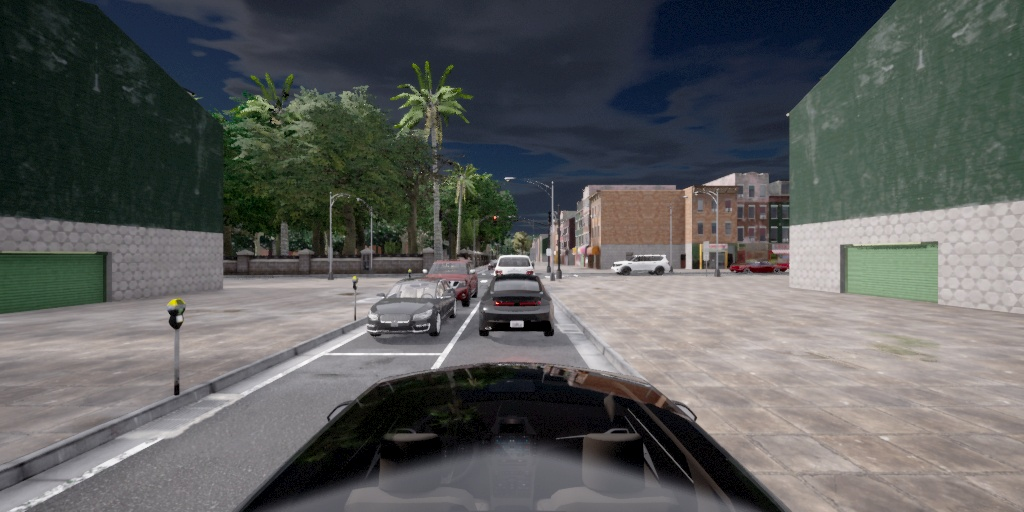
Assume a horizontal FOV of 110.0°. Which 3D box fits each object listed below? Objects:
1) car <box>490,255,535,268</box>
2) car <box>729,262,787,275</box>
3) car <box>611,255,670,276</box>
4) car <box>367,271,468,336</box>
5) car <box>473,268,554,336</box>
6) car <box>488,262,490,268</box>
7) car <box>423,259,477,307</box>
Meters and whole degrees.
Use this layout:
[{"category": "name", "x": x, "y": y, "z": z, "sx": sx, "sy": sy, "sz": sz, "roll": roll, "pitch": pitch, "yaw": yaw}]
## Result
[{"category": "car", "x": 0.122, "y": 0.981, "z": 20.430, "sx": 2.150, "sy": 2.045, "sz": 5.566, "roll": 0, "pitch": 0, "yaw": 0}, {"category": "car", "x": 24.603, "y": 1.211, "z": 36.023, "sx": 4.718, "sy": 1.301, "sz": 1.895, "roll": 0, "pitch": 0, "yaw": 0}, {"category": "car", "x": 12.899, "y": 0.903, "z": 36.024, "sx": 5.566, "sy": 2.045, "sz": 2.150, "roll": 0, "pitch": 0, "yaw": 0}, {"category": "car", "x": -2.628, "y": 1.301, "z": 10.210, "sx": 2.007, "sy": 1.370, "sz": 4.403, "roll": 0, "pitch": 0, "yaw": 0}, {"category": "car", "x": 0.109, "y": 1.256, "z": 10.336, "sx": 1.837, "sy": 1.490, "sz": 4.892, "roll": 0, "pitch": 0, "yaw": 0}, {"category": "car", "x": -2.574, "y": 1.295, "z": 53.819, "sx": 1.967, "sy": 1.591, "sz": 4.097, "roll": 0, "pitch": 0, "yaw": 0}, {"category": "car", "x": -2.621, "y": 1.069, "z": 15.673, "sx": 2.192, "sy": 1.841, "sz": 5.009, "roll": 0, "pitch": 0, "yaw": 0}]
